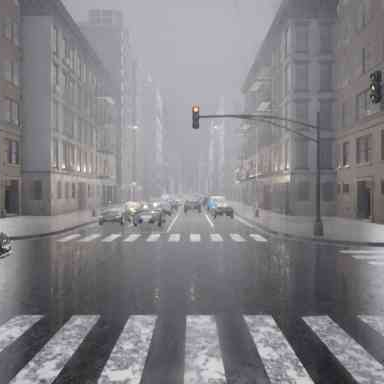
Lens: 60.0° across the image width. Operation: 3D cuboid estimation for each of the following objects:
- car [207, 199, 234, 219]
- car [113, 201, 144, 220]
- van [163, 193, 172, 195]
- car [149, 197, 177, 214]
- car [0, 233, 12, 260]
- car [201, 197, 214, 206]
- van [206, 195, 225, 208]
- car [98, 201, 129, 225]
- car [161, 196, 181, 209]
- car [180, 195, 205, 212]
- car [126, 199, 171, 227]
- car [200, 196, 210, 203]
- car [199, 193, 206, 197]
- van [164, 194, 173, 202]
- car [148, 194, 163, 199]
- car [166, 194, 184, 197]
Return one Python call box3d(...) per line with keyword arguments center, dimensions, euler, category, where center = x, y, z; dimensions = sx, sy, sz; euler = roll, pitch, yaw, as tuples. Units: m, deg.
box3d(center=(2.629, 1.548, 29.148), dimensions=(2.008, 1.369, 4.403), euler=(0, 0, 0), category="car")
box3d(center=(-5.405, 1.523, 28.975), dimensions=(1.752, 1.417, 4.829), euler=(0, 0, 0), category="car")
box3d(center=(-5.453, 1.336, 66.987), dimensions=(1.690, 1.788, 3.998), euler=(0, 0, 0), category="van")
box3d(center=(-2.856, 1.544, 32.991), dimensions=(2.033, 1.411, 5.357), euler=(0, 0, 0), category="car")
box3d(center=(-8.054, 1.470, 9.803), dimensions=(4.892, 1.490, 1.837), euler=(0, 0, -12), category="car")
box3d(center=(2.627, 1.562, 56.180), dimensions=(1.947, 1.339, 4.313), euler=(0, 0, 0), category="car")
box3d(center=(2.629, 1.338, 34.555), dimensions=(1.690, 1.788, 3.998), euler=(0, 0, 0), category="van")
box3d(center=(-5.399, 1.549, 23.738), dimensions=(2.008, 1.369, 4.403), euler=(0, 0, 0), category="car")
box3d(center=(-2.850, 1.560, 43.004), dimensions=(1.994, 1.385, 4.181), euler=(0, 0, 1), category="car")
box3d(center=(0.068, 1.488, 39.179), dimensions=(2.128, 1.511, 4.902), euler=(0, 0, 0), category="car")
box3d(center=(-2.857, 1.489, 23.107), dimensions=(2.128, 1.511, 4.902), euler=(0, 0, 0), category="car")
box3d(center=(2.626, 1.521, 67.161), dimensions=(1.752, 1.417, 4.829), euler=(0, 0, 0), category="car")
box3d(center=(2.627, 1.311, 50.773), dimensions=(2.192, 1.841, 5.009), euler=(0, 0, 0), category="car")
box3d(center=(-5.467, 1.336, 77.800), dimensions=(1.690, 1.788, 3.998), euler=(0, 0, 0), category="van")
box3d(center=(-5.426, 1.436, 45.363), dimensions=(1.967, 1.590, 4.097), euler=(0, 0, 0), category="car")
box3d(center=(-2.816, 1.473, 53.259), dimensions=(1.882, 1.535, 5.008), euler=(0, 0, 1), category="car")
